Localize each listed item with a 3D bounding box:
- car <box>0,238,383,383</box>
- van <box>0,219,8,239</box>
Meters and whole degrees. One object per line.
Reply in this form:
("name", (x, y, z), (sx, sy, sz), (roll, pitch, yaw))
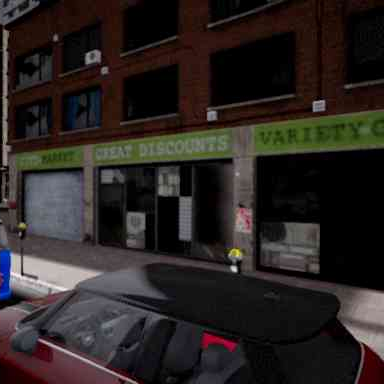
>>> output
("car", (-0.487, 1.418, 3.073), (4.097, 1.590, 1.967), (1, 0, 35))
("van", (-5.119, 1.260, 6.376), (3.998, 1.788, 1.690), (1, 0, 35))
